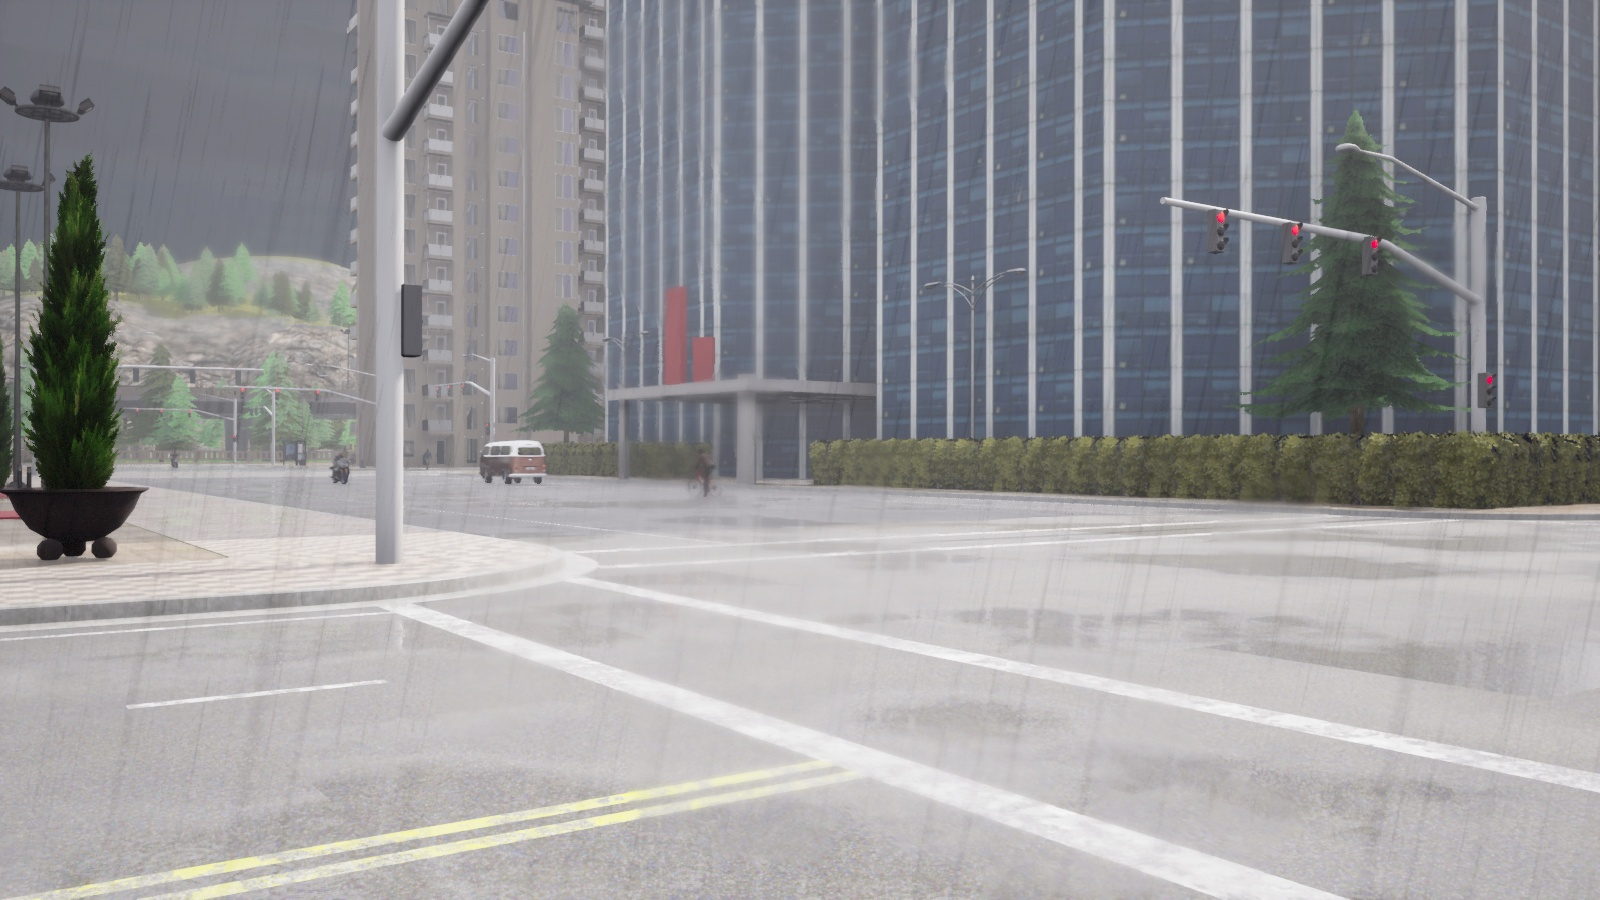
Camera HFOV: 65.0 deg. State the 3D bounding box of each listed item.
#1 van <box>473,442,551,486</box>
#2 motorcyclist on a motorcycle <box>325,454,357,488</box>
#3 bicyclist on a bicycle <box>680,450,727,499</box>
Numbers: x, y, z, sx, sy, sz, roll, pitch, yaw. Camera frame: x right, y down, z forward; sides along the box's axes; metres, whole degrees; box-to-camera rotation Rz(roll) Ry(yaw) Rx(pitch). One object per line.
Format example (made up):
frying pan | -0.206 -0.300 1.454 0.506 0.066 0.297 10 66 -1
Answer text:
van | -13.678 0.643 59.540 2.069 2.038 4.480 0 0 -35
motorcyclist on a motorcycle | -21.270 0.967 58.157 0.866 1.530 2.191 0 0 -35
bicyclist on a bicycle | -3.220 0.807 41.746 1.656 1.620 0.582 -1 0 43
